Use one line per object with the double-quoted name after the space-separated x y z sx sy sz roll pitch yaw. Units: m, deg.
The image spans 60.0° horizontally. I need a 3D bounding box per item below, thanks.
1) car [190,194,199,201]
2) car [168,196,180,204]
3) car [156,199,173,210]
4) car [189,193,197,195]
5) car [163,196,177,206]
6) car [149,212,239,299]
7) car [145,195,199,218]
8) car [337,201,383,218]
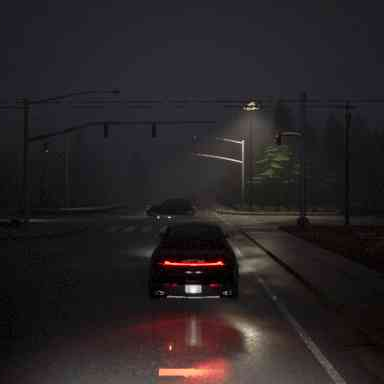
0.567 1.355 80.865 2.097 1.767 4.553 0 0 2 "car"
-3.464 1.505 64.146 1.837 1.490 4.892 0 0 1 "car"
-3.599 1.601 44.843 1.895 1.301 4.718 0 0 0 "car"
0.296 1.224 70.472 2.150 2.045 5.566 0 0 2 "car"
-3.576 1.477 54.125 1.882 1.535 5.008 0 0 0 "car"
0.047 1.501 8.439 1.837 1.490 4.892 0 0 1 "car"
-1.873 1.366 29.874 4.553 1.767 2.097 0 0 1 "car"
15.456 1.519 29.560 4.902 1.511 2.128 0 0 1 "car"
